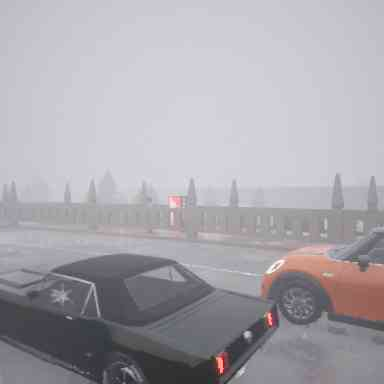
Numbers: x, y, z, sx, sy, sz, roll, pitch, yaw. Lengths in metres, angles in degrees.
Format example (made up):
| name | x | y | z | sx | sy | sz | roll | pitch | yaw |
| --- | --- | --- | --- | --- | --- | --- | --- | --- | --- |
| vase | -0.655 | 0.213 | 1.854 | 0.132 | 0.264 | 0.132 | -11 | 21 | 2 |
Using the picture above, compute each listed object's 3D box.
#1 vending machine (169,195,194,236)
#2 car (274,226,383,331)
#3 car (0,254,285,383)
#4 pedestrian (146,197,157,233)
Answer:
| name | x | y | z | sx | sy | sz | roll | pitch | yaw |
| --- | --- | --- | --- | --- | --- | --- | --- | --- | --- |
| vending machine | -0.562 | 1.194 | 17.624 | 0.880 | 2.100 | 1.100 | 0 | 0 | 30 |
| car | 3.514 | 1.352 | 5.595 | 4.553 | 1.767 | 2.097 | 0 | 0 | 35 |
| car | -1.325 | 1.600 | 4.780 | 4.718 | 1.301 | 1.895 | 0 | 0 | 33 |
| pedestrian | -2.124 | 1.140 | 16.821 | 0.375 | 1.860 | 0.375 | 0 | 0 | 30 |
